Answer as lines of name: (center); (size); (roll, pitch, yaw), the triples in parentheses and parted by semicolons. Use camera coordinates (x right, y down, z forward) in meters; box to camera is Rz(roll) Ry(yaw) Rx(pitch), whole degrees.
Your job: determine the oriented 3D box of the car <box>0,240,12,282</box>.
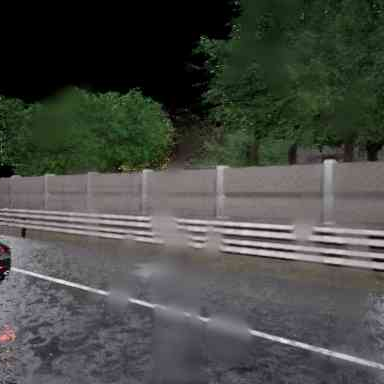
car: (-6.479, 1.510, 8.489); (4.892, 1.490, 1.837); (0, 0, 35)
